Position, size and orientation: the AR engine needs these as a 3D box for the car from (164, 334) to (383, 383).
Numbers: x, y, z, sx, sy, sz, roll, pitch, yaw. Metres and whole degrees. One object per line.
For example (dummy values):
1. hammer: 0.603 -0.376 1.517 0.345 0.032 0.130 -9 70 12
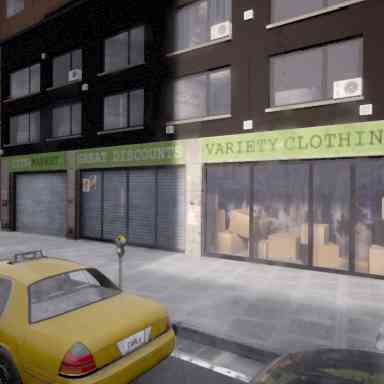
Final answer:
1. car: 2.239 1.551 1.527 4.403 1.369 2.008 0 1 35

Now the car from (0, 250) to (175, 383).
1. car: -2.499 1.524 4.796 4.829 1.417 1.752 0 1 35
